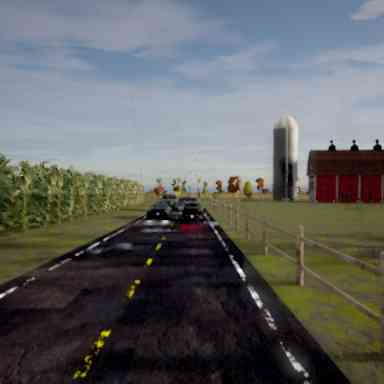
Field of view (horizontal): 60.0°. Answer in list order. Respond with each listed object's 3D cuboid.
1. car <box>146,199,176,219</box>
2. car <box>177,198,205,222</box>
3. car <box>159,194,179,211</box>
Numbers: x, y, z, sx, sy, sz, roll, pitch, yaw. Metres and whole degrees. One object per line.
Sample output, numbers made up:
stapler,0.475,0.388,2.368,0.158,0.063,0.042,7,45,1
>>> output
car,-2.767,1.593,29.057,1.994,1.385,4.181,0,0,0
car,0.006,1.531,26.822,1.837,1.490,4.892,0,0,0
car,-2.784,1.262,41.358,2.150,2.045,5.566,0,0,0
